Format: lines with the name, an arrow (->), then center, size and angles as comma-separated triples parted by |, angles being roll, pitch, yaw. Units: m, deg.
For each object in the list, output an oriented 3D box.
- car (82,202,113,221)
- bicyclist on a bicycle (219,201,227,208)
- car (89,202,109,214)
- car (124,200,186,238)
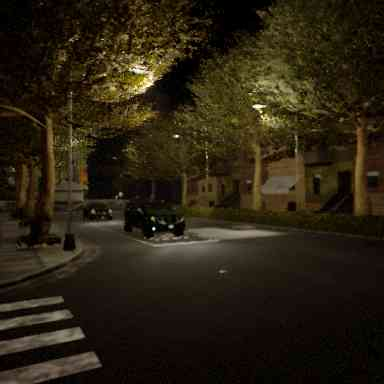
car -> -9.160, 1.821, 32.158 | 2.097, 1.767, 4.553 | 0, -1, -29
bicyclist on a bicycle -> 3.129, 1.743, 33.626 | 1.656, 1.620, 0.582 | 0, -1, -29
car -> -13.256, 2.186, 47.066 | 1.837, 1.490, 4.892 | 0, 0, -27
car -> -2.403, 1.500, 19.898 | 2.150, 2.045, 5.566 | 0, -1, -29
